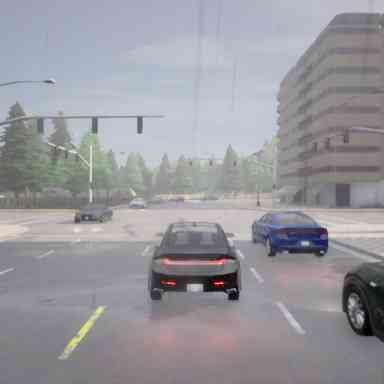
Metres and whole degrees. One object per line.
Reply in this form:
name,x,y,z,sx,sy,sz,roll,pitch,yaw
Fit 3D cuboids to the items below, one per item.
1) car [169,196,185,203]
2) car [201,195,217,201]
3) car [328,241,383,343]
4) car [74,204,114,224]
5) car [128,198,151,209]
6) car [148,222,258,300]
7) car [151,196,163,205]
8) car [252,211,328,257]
car,-3.098,1.504,69.422,1.812,1.442,4.674,0,0,23
car,4.092,1.474,80.556,1.837,1.490,4.892,0,0,42
car,3.600,1.351,3.835,2.097,1.767,4.553,0,0,0
car,-7.098,1.567,24.406,1.994,1.385,4.181,0,0,0
car,-7.062,1.512,44.187,1.812,1.442,4.674,0,0,2
car,0.067,1.489,8.341,2.128,1.511,4.902,0,0,0
car,-6.238,1.508,57.537,1.812,1.442,4.674,0,0,8
car,3.585,1.473,12.987,1.882,1.535,5.008,0,0,0
